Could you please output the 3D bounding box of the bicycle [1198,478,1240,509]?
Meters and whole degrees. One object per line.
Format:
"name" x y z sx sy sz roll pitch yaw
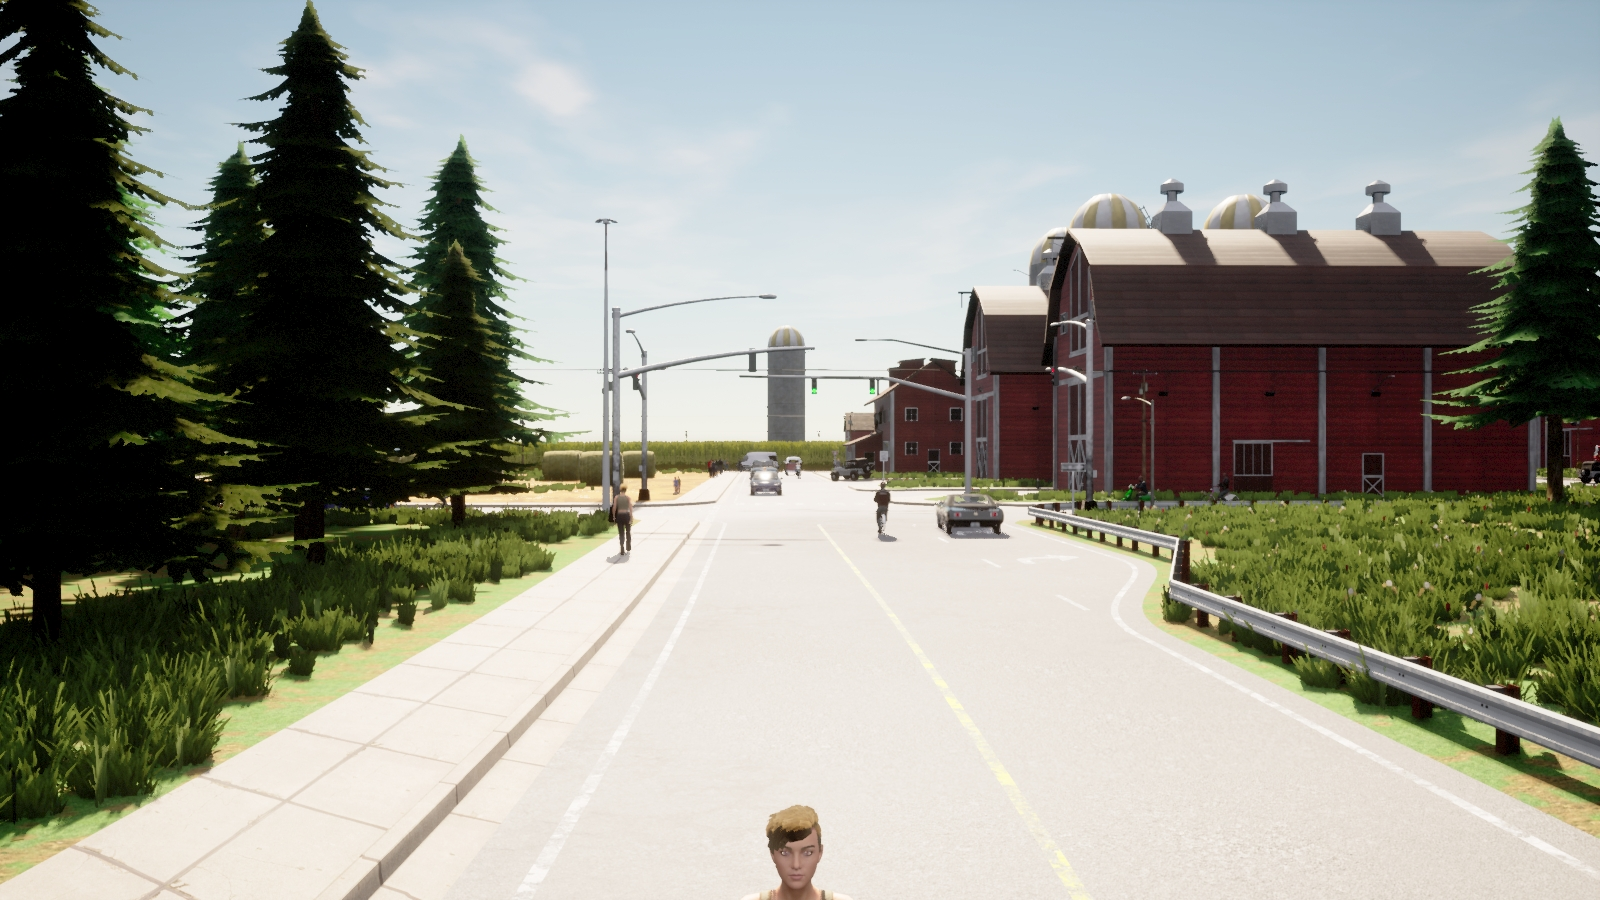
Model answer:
"bicycle" 19.800 2.064 53.998 1.835 1.471 0.329 0 0 -1

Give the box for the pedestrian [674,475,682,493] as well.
"pedestrian" -7.363 2.054 69.099 0.500 1.100 0.500 0 0 -5

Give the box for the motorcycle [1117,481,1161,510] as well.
"motorcycle" 15.989 2.145 53.899 1.805 1.316 0.856 0 0 -1

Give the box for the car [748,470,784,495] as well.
"car" -2.153 2.036 72.119 2.163 1.488 4.792 0 0 -2

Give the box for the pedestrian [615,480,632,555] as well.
"pedestrian" -4.392 1.671 28.440 0.375 1.860 0.375 0 0 1

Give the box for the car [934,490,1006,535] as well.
"car" 5.813 2.131 39.654 1.895 1.301 4.718 0 0 1

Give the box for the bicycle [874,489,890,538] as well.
"bicycle" 2.649 2.036 37.132 0.329 1.471 1.835 0 0 -2

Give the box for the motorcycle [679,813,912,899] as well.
"motorcycle" -0.013 2.128 3.457 0.764 1.307 2.356 0 0 0

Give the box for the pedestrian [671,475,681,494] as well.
"pedestrian" -7.374 2.056 67.798 0.500 1.100 0.500 0 0 -16
